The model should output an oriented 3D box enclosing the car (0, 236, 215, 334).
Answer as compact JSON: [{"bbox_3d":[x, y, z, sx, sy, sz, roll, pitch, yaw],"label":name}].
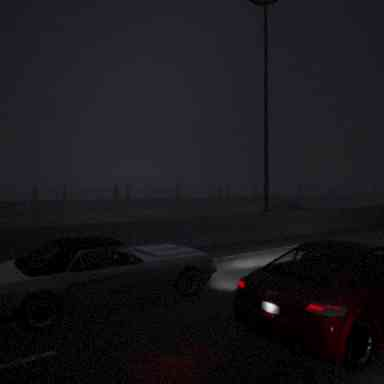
[{"bbox_3d":[-1.798,1.582,6.765,4.718,1.301,1.895,-1,0,-36],"label":"car"}]

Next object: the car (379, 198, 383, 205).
[{"bbox_3d":[27.138,0.975,44.810,4.553,1.767,2.097,-1,0,-35],"label":"car"}]

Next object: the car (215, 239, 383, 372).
[{"bbox_3d":[2.692,1.522,5.675,4.181,1.385,1.994,-1,0,-36],"label":"car"}]

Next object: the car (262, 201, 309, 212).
[{"bbox_3d":[7.515,1.396,26.569,4.181,1.385,1.994,-1,0,-35],"label":"car"}]
